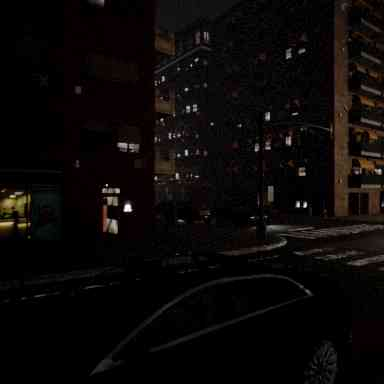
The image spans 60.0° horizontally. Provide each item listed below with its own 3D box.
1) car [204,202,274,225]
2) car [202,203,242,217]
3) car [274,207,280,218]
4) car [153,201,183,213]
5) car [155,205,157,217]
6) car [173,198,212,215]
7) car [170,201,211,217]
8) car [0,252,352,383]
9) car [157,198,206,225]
[{"bbox_3d":[3.536,1.779,26.338,2.033,1.411,5.357,0,-1,-34],"label":"car"},{"bbox_3d":[3.256,1.899,36.630,1.947,1.339,4.313,-1,0,-36],"label":"car"},{"bbox_3d":[6.556,1.844,32.146,1.802,1.307,4.206,-1,0,-36],"label":"car"},{"bbox_3d":[-3.343,2.025,45.600,2.008,1.369,4.403,-1,0,-36],"label":"car"},{"bbox_3d":[-2.340,1.861,34.266,1.837,1.490,4.892,0,-1,-37],"label":"car"},{"bbox_3d":[-0.048,1.719,41.116,2.192,1.841,5.009,-1,0,-36],"label":"car"},{"bbox_3d":[-0.255,1.841,36.797,1.882,1.535,5.008,0,-1,-36],"label":"car"},{"bbox_3d":[-0.280,1.492,3.482,4.902,1.511,2.128,0,0,-35],"label":"car"},{"bbox_3d":[-0.434,1.586,27.049,2.192,1.841,5.009,-1,0,-36],"label":"car"}]
